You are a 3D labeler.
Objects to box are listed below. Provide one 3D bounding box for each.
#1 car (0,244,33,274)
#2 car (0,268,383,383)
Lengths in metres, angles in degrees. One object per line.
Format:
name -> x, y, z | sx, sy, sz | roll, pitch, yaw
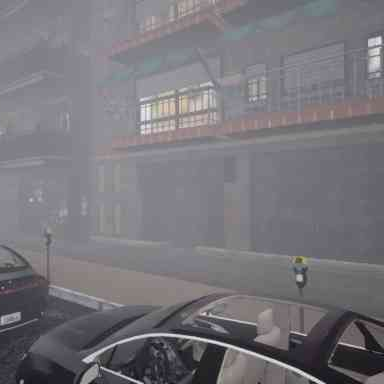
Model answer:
car -> -4.328, 1.552, 5.971 | 4.403, 1.369, 2.008 | 0, -1, 35
car -> 0.290, 1.551, 2.679 | 4.403, 1.369, 2.008 | 0, -1, 35
